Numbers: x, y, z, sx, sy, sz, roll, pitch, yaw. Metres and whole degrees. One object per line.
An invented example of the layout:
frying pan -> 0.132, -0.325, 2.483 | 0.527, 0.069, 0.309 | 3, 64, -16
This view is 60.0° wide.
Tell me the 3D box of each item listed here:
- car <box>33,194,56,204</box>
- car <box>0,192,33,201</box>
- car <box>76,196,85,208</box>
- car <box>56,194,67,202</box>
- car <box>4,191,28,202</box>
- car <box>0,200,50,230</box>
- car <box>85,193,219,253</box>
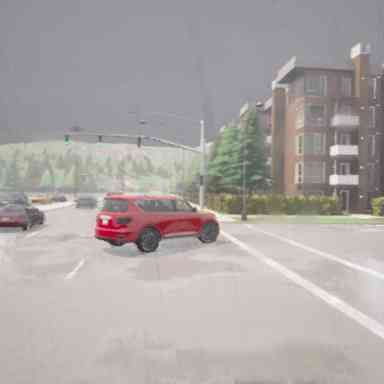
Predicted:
car -> -22.045, 1.026, 48.686 | 1.882, 1.535, 5.008 | 1, 0, -6
car -> -20.962, 1.075, 39.087 | 2.128, 1.511, 4.902 | 1, 0, -6
car -> -12.990, 1.201, 41.201 | 2.128, 1.511, 4.902 | 1, 0, -7
car -> -22.974, 1.078, 57.173 | 1.994, 1.385, 4.181 | 1, 0, -6
car -> -29.964, 0.757, 56.794 | 2.097, 1.767, 4.553 | 1, 0, -6
car -> -9.957, 1.365, 19.203 | 1.994, 1.385, 4.181 | 1, 0, -9
car -> -1.219, 1.175, 13.716 | 2.150, 2.045, 5.566 | -1, -1, 43
